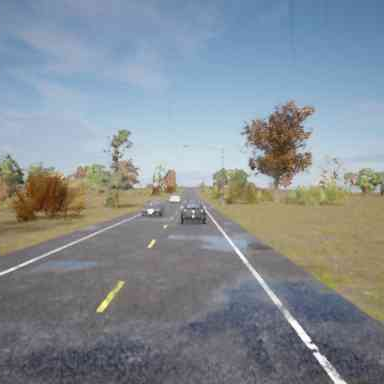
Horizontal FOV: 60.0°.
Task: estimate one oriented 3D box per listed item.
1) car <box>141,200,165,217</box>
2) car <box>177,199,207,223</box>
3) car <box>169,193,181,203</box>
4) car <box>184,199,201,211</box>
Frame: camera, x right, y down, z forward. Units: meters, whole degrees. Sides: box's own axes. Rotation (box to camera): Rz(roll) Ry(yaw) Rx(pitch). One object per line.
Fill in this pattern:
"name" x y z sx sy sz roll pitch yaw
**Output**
"car" -3.603 1.518 31.428 2.128 1.511 4.902 0 0 0
"car" 0.095 1.513 25.534 2.128 1.511 4.902 0 0 0
"car" -3.516 1.268 70.506 2.150 2.045 5.566 0 0 0
"car" 0.091 1.597 42.120 1.994 1.385 4.181 0 0 0
